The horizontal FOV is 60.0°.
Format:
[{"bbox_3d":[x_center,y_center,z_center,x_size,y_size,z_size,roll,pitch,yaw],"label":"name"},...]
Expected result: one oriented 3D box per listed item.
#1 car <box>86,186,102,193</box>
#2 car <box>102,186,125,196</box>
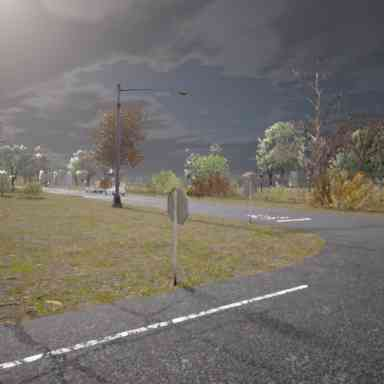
[{"bbox_3d":[-17.607,-0.440,59.867,1.895,1.301,4.718,0,2,-36],"label":"car"},{"bbox_3d":[-12.016,-0.206,52.033,1.812,1.442,4.674,0,2,-36],"label":"car"}]
